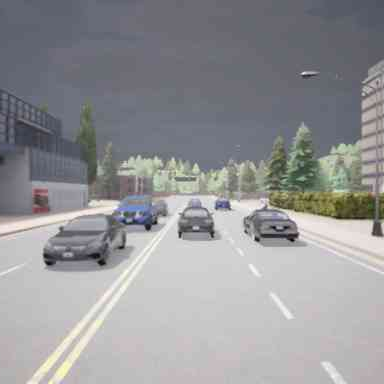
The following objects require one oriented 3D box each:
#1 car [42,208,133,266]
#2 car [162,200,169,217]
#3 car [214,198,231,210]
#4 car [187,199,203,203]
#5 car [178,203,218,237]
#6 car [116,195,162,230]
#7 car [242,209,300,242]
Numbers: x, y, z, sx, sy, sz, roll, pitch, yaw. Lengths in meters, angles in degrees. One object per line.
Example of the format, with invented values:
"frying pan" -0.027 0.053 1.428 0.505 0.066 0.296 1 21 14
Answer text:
"car" -3.517 1.524 11.741 1.812 1.442 4.674 0 0 0
"car" -3.255 1.499 31.530 1.837 1.490 4.892 0 0 1
"car" 3.882 1.470 42.743 1.882 1.535 5.008 0 0 1
"car" 0.359 1.540 41.265 2.033 1.411 5.357 0 0 1
"car" 0.219 1.522 17.938 1.812 1.442 4.674 0 0 1
"car" -3.421 1.218 21.170 2.150 2.045 5.566 0 0 1
"car" 3.703 1.544 16.442 2.033 1.411 5.357 0 0 1
